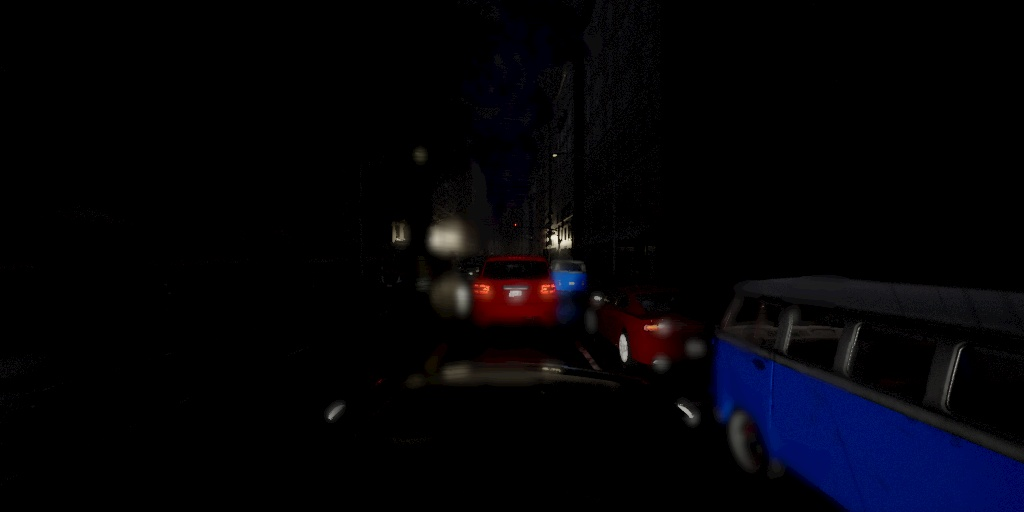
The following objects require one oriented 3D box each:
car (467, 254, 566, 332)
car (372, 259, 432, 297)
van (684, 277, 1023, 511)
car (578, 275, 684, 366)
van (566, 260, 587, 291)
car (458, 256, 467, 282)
[{"bbox_3d":[0.118,0.970,11.016,2.150,2.045,5.566,0,0,0],"label":"car"},{"bbox_3d":[-5.636,1.059,19.090,2.192,1.841,5.009,0,0,0],"label":"car"},{"bbox_3d":[2.856,1.091,2.132,1.690,1.789,3.998,0,0,0],"label":"van"},{"bbox_3d":[2.867,1.294,7.793,1.888,1.381,4.507,0,0,0],"label":"car"},{"bbox_3d":[2.889,1.086,19.114,1.690,1.789,3.998,0,0,0],"label":"van"},{"bbox_3d":[-2.951,0.956,29.131,2.150,2.045,5.566,0,0,0],"label":"car"}]
